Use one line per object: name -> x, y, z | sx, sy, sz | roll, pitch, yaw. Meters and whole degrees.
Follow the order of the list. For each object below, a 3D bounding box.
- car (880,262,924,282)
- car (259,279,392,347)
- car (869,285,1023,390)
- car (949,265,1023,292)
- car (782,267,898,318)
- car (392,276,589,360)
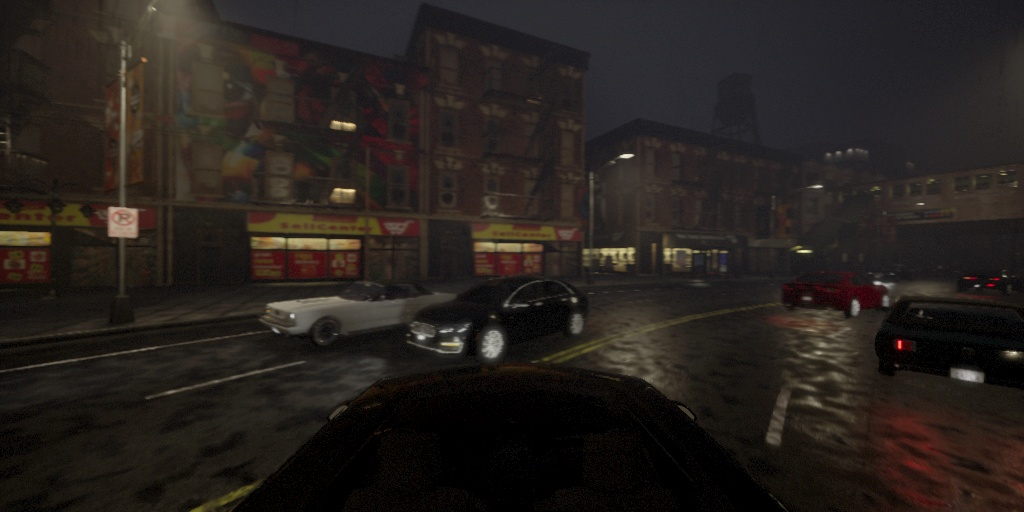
car -> 33.130, 1.502, 31.288 | 4.902, 1.511, 2.128 | 0, 0, -25
car -> -3.686, 1.311, 9.447 | 1.895, 1.301, 4.718 | 0, 0, 39
car -> 8.067, 1.409, 6.542 | 4.718, 1.301, 1.895 | 0, 0, -42
car -> 28.556, 1.456, 21.346 | 4.892, 1.490, 1.837 | 0, 0, -25
car -> 12.215, 1.309, 13.478 | 5.008, 1.535, 1.882 | 0, 0, -30
car -> -0.024, 1.246, 8.348 | 1.837, 1.490, 4.892 | 0, 0, 43
